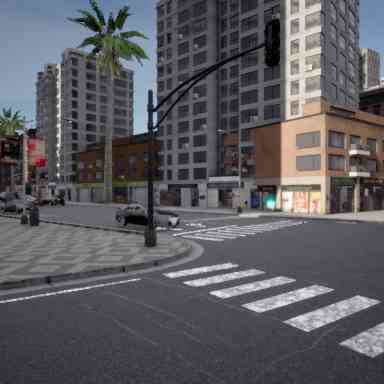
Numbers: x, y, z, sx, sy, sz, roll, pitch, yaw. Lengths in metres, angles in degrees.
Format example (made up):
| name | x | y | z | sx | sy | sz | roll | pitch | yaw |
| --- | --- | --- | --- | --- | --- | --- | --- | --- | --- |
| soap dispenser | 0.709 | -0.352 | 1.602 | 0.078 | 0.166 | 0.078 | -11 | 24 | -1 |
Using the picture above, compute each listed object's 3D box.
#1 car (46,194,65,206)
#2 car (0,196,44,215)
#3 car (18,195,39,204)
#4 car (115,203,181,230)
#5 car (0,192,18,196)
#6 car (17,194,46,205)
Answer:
| name | x | y | z | sx | sy | sz | roll | pitch | yaw |
| --- | --- | --- | --- | --- | --- | --- | --- | --- | --- |
| car | -21.153 | 1.184 | 50.435 | 4.553 | 1.767 | 2.097 | 0 | 0 | 45 |
| car | -17.197 | 1.458 | 33.155 | 5.357 | 1.411 | 2.033 | 0 | 0 | 42 |
| car | -28.193 | 1.270 | 57.321 | 1.837 | 1.490 | 4.892 | 0 | 0 | -44 |
| car | -2.825 | 1.477 | 20.696 | 4.902 | 1.511 | 2.128 | 0 | 0 | 42 |
| car | -30.234 | 0.991 | 54.759 | 2.150 | 2.045 | 5.566 | 0 | 0 | -44 |
| car | -23.145 | 1.361 | 47.837 | 4.674 | 1.442 | 1.812 | 0 | 0 | 45 |
